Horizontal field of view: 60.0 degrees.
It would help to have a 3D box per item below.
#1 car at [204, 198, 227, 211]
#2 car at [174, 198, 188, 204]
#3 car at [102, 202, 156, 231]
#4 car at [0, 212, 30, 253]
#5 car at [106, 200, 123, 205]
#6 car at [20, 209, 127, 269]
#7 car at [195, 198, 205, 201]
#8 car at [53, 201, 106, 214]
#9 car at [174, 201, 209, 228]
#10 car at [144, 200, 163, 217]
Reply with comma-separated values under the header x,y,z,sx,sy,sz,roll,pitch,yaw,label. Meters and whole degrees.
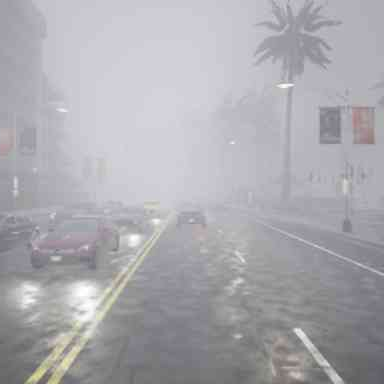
x,y,z,sx,sy,sz,roll,pitch,yaw,label
3.022,1.617,40.991,1.895,1.301,4.718,0,0,-4,car
-1.426,1.553,47.724,1.812,1.442,4.674,0,0,-10,car
-3.747,1.566,20.856,2.033,1.411,5.357,0,0,0,car
-7.185,1.511,11.939,2.128,1.511,4.902,0,0,-1,car
-7.360,1.522,31.266,2.128,1.511,4.902,0,0,-1,car
-3.675,1.539,11.299,1.812,1.442,4.674,0,0,0,car
1.627,1.572,51.065,2.033,1.411,5.357,0,0,-12,car
-7.252,1.377,21.146,2.097,1.767,4.553,0,0,0,car
-0.065,1.538,22.336,1.812,1.442,4.674,0,0,0,car
-3.844,1.501,31.273,1.882,1.535,5.008,0,0,-1,car
